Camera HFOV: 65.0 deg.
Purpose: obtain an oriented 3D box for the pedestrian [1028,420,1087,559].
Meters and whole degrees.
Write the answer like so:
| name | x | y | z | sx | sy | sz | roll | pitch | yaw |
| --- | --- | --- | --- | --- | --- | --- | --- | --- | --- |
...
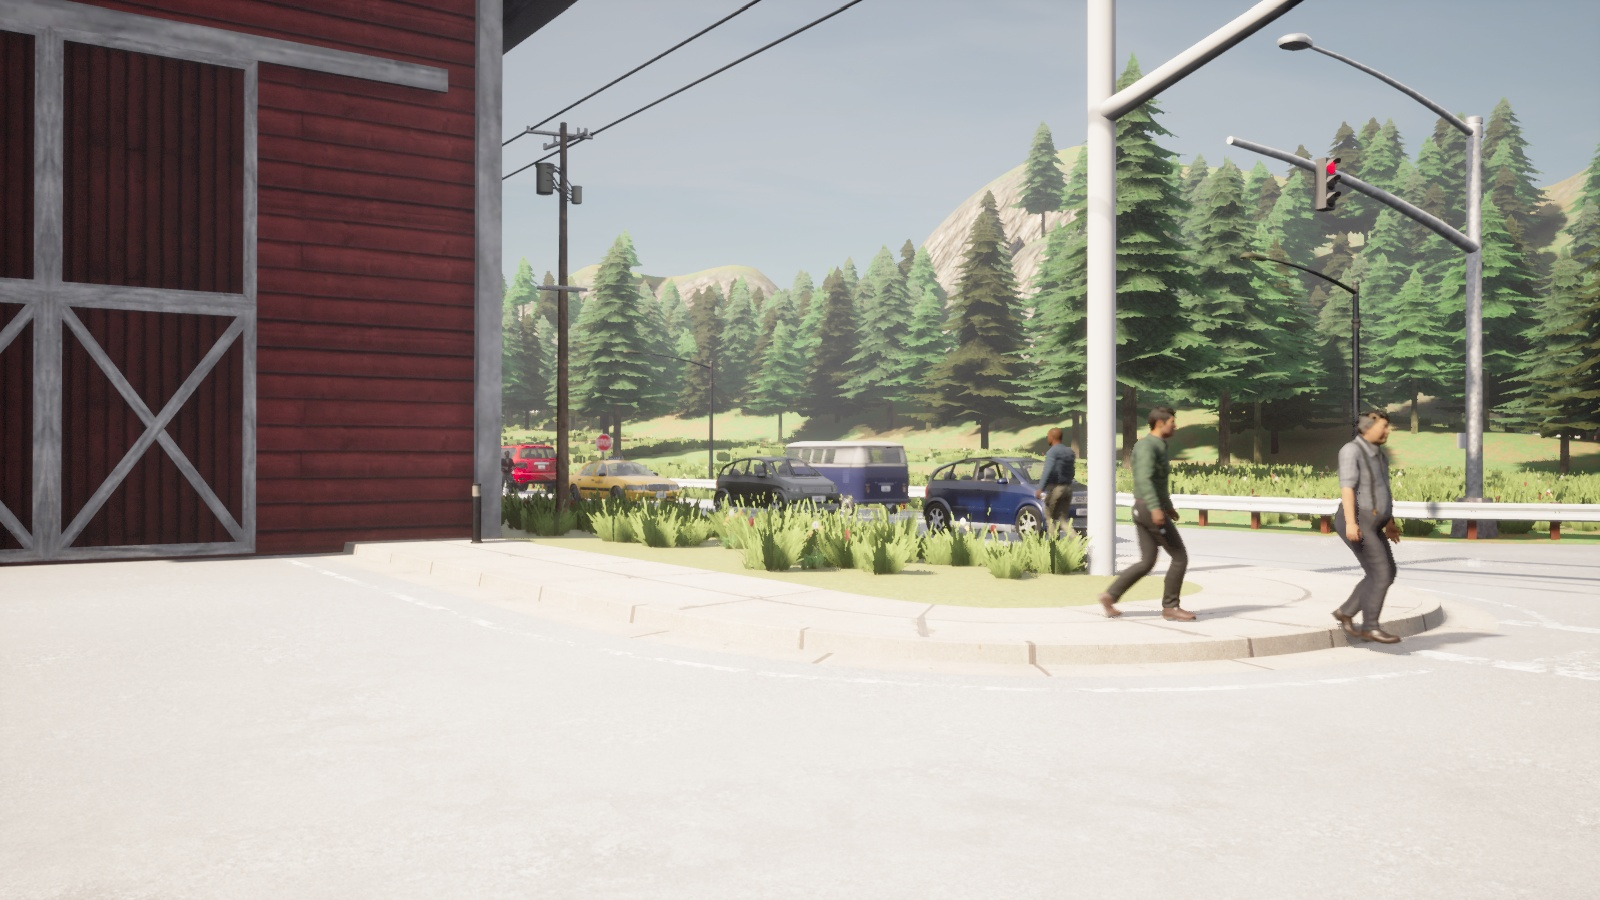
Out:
| name | x | y | z | sx | sy | sz | roll | pitch | yaw |
| --- | --- | --- | --- | --- | --- | --- | --- | --- | --- |
| pedestrian | 3.495 | 0.528 | 17.047 | 0.370 | 1.835 | 0.726 | 0 | 0 | -35 |

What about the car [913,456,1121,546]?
| name | x | y | z | sx | sy | sz | roll | pitch | yaw |
| --- | --- | --- | --- | --- | --- | --- | --- | --- | --- |
| car | 4.009 | 0.891 | 23.679 | 1.789 | 1.549 | 3.705 | 0 | 0 | -34 |

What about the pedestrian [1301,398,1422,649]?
| name | x | y | z | sx | sy | sz | roll | pitch | yaw |
| --- | --- | --- | --- | --- | --- | --- | --- | --- | --- |
| pedestrian | 4.338 | 0.546 | 9.714 | 0.540 | 1.848 | 0.694 | 0 | 0 | -43 |

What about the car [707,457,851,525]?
| name | x | y | z | sx | sy | sz | roll | pitch | yaw |
| --- | --- | --- | --- | --- | --- | --- | --- | --- | --- |
| car | -0.571 | 0.945 | 30.515 | 1.789 | 1.549 | 3.705 | 0 | 0 | -34 |

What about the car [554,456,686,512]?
| name | x | y | z | sx | sy | sz | roll | pitch | yaw |
| --- | --- | --- | --- | --- | --- | --- | --- | --- | --- |
| car | -5.533 | 0.964 | 37.921 | 1.801 | 1.575 | 5.366 | 0 | 0 | -34 |

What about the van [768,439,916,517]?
| name | x | y | z | sx | sy | sz | roll | pitch | yaw |
| --- | --- | --- | --- | --- | --- | --- | --- | --- | --- |
| van | 1.070 | 0.738 | 34.356 | 1.775 | 1.987 | 4.442 | 0 | 0 | -34 |

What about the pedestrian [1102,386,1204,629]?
| name | x | y | z | sx | sy | sz | roll | pitch | yaw |
| --- | --- | --- | --- | --- | --- | --- | --- | --- | --- |
| pedestrian | 2.922 | 0.462 | 10.397 | 0.788 | 1.949 | 0.423 | 0 | 0 | 17 |

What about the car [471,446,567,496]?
| name | x | y | z | sx | sy | sz | roll | pitch | yaw |
| --- | --- | --- | --- | --- | --- | --- | --- | --- | --- |
| car | -12.154 | 0.861 | 54.106 | 2.150 | 2.045 | 5.566 | 0 | 0 | -34 |
